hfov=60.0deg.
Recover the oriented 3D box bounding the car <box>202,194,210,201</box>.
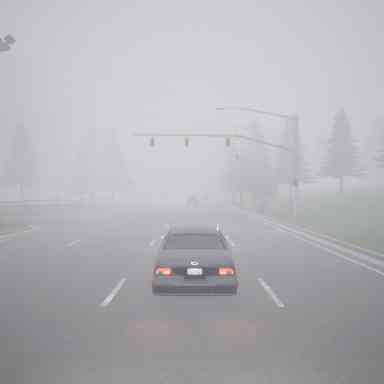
[{"bbox_3d":[3.540,1.492,83.470,1.837,1.490,4.892,0,0,0],"label":"car"}]

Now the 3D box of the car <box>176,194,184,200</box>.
[{"bbox_3d":[-3.455,1.358,93.893,2.128,1.511,4.902,0,0,0],"label":"car"}]

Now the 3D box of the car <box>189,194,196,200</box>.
[{"bbox_3d":[0.045,1.310,93.892,1.882,1.535,5.008,0,0,0],"label":"car"}]

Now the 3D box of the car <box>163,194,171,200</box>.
[{"bbox_3d":[-6.955,1.385,93.895,1.994,1.385,4.181,0,0,0],"label":"car"}]

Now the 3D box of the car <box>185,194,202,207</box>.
[{"bbox_3d":[0.023,1.352,52.829,2.097,1.767,4.553,0,0,0],"label":"car"}]

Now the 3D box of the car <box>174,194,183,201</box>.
[{"bbox_3d":[-3.460,1.517,83.890,1.812,1.442,4.674,0,0,0],"label":"car"}]

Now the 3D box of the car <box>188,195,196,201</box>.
[{"bbox_3d":[0.040,1.531,83.472,2.033,1.411,5.357,0,0,0],"label":"car"}]

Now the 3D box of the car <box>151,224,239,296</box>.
[{"bbox_3d":[0.070,1.547,8.790,2.033,1.411,5.357,0,0,0],"label":"car"}]

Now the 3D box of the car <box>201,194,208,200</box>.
[{"bbox_3d":[3.545,1.310,93.890,1.882,1.535,5.008,0,0,0],"label":"car"}]

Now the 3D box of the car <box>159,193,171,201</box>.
[{"bbox_3d":[-6.960,1.217,83.505,2.150,2.045,5.566,0,0,0],"label":"car"}]
